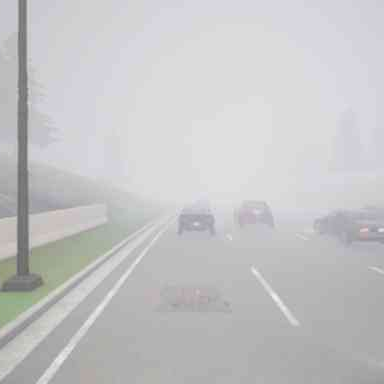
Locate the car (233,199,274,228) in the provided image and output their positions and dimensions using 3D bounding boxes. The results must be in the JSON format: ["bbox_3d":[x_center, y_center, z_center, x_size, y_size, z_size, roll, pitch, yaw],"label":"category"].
[{"bbox_3d":[3.874,1.247,21.598,2.097,1.767,4.553,0,0,2],"label":"car"}]

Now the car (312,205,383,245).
[{"bbox_3d":[7.179,1.475,15.014,2.033,1.411,5.357,0,0,1],"label":"car"}]

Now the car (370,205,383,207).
[{"bbox_3d":[10.785,1.455,19.341,2.033,1.411,5.357,0,0,2],"label":"car"}]

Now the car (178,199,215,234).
[{"bbox_3d":[0.271,1.387,18.547,1.882,1.535,5.008,0,0,1],"label":"car"}]
